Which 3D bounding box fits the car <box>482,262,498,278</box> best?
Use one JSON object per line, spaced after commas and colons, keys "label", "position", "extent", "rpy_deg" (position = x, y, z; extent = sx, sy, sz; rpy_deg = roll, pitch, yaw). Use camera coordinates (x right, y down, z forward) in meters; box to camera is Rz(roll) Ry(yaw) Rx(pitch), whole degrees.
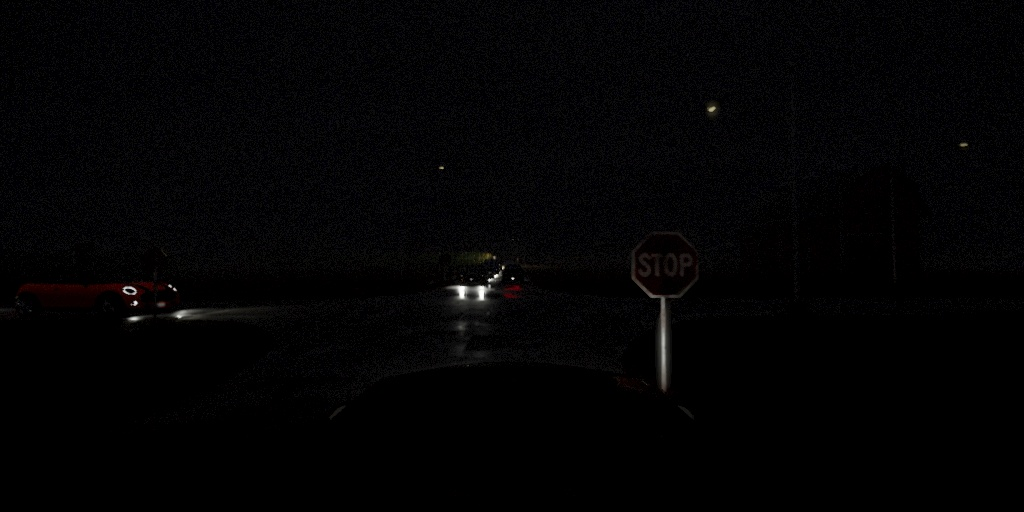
{"label": "car", "position": [-2.885, 1.661, 39.077], "extent": [2.033, 1.411, 5.357], "rpy_deg": [0, -1, 0]}

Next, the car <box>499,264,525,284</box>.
{"label": "car", "position": [0.063, 1.534, 30.666], "extent": [1.837, 1.490, 4.892], "rpy_deg": [0, -1, 0]}

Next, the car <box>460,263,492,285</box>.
{"label": "car", "position": [-2.944, 1.518, 28.908], "extent": [1.837, 1.490, 4.892], "rpy_deg": [0, -1, 2]}

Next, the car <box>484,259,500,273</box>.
{"label": "car", "position": [-2.894, 1.436, 49.283], "extent": [2.150, 2.045, 5.566], "rpy_deg": [0, -1, 1]}

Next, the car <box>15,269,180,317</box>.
{"label": "car", "position": [-15.474, 1.275, 13.599], "extent": [4.553, 1.767, 2.097], "rpy_deg": [0, -2, 1]}

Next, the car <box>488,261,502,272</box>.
{"label": "car", "position": [-2.840, 1.665, 59.607], "extent": [2.097, 1.767, 4.553], "rpy_deg": [0, -1, 0]}
